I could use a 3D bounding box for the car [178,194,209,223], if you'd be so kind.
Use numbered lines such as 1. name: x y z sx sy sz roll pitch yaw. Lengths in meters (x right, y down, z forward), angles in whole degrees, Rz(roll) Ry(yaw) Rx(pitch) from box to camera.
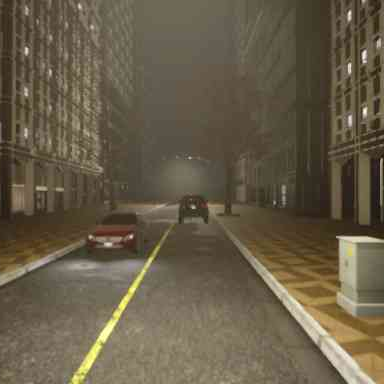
1. car: 0.108 1.219 25.695 2.150 2.045 5.566 0 -1 0

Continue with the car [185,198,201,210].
1. car: 0.116 1.571 42.964 1.994 1.385 4.181 0 0 0

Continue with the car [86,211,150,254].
1. car: -2.829 1.528 13.589 1.812 1.442 4.674 0 0 0
